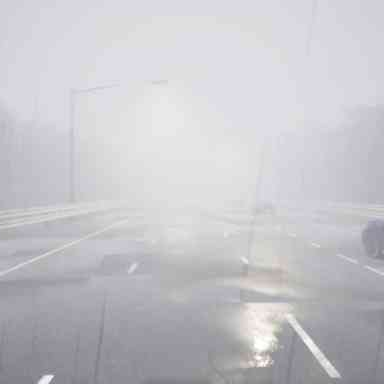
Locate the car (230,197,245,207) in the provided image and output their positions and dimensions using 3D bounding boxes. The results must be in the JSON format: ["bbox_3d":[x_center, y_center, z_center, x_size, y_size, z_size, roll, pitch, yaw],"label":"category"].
[{"bbox_3d":[7.084,1.592,52.200,1.882,1.535,5.008,0,0,0],"label":"car"}]

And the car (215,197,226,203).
[{"bbox_3d":[7.256,1.960,81.586,1.812,1.442,4.674,0,-1,0],"label":"car"}]

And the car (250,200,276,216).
[{"bbox_3d":[7.023,1.524,33.205,1.837,1.490,4.892,0,0,0],"label":"car"}]

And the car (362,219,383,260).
[{"bbox_3d":[7.037,1.225,9.258,2.150,2.045,5.566,0,0,-1],"label":"car"}]
